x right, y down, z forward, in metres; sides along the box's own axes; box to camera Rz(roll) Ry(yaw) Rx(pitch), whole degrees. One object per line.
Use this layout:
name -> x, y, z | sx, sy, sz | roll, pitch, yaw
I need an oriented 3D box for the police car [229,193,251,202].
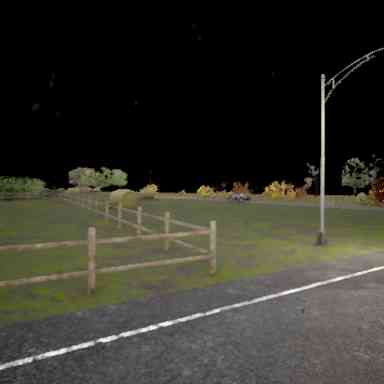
police car -> 9.391, 1.008, 64.765 | 1.930, 1.638, 5.238 | 2, 0, -32
